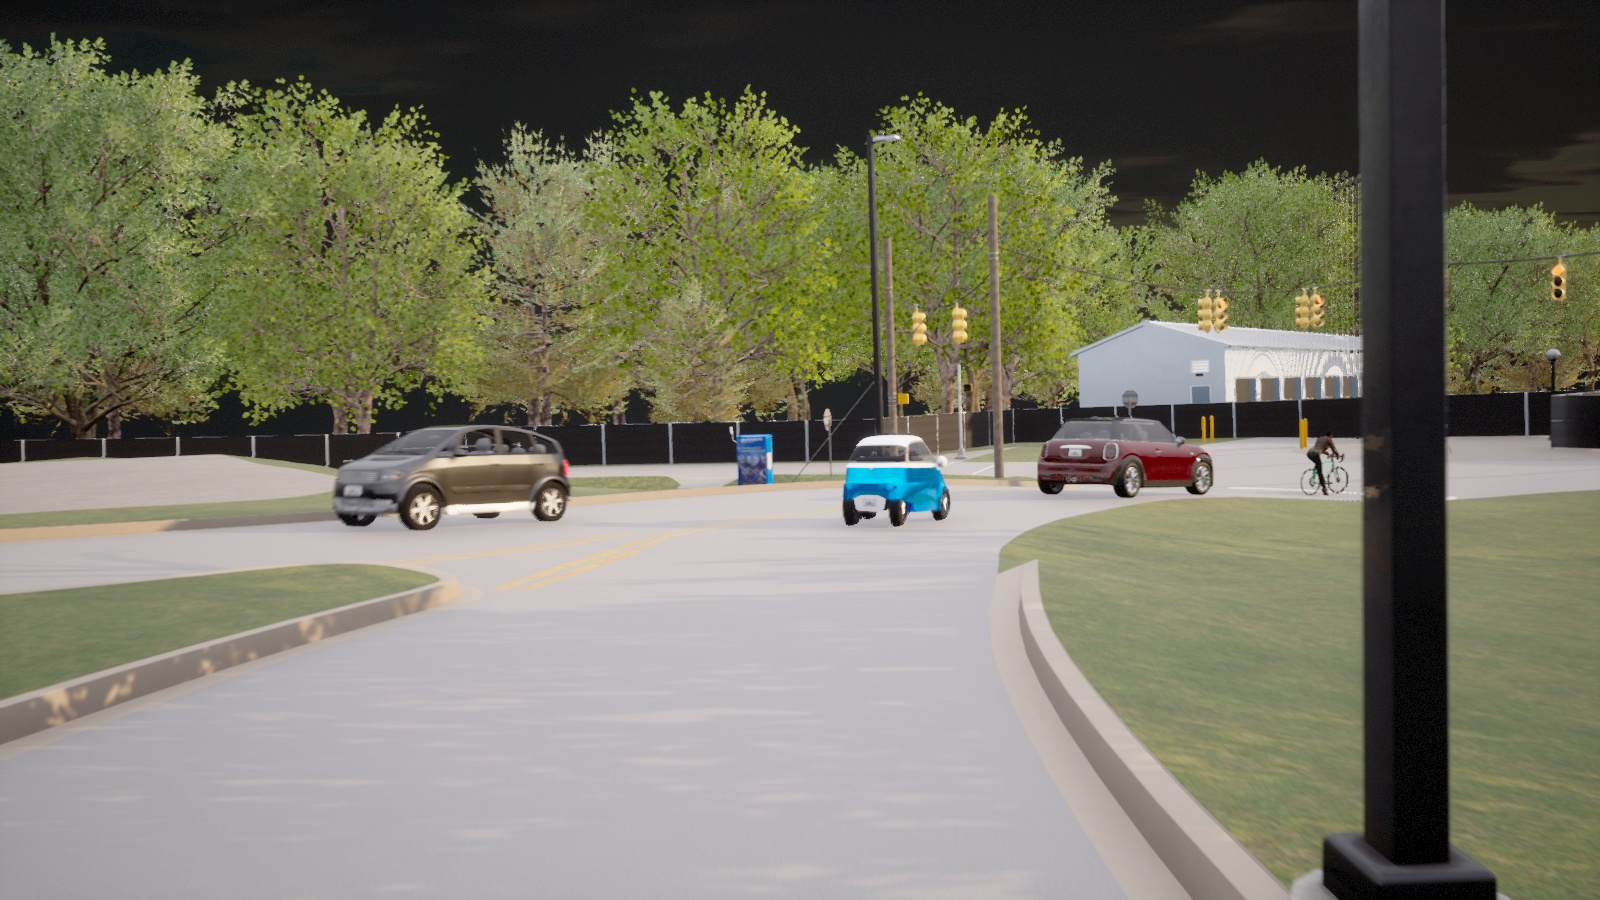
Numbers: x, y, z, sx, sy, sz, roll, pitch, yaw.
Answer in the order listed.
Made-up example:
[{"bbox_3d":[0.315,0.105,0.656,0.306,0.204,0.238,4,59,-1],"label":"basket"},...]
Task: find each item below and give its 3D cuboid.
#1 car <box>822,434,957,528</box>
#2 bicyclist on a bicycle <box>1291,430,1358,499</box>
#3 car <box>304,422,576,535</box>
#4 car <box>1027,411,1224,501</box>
[{"bbox_3d":[1.435,0.447,19.566,1.481,1.376,2.207,0,0,22],"label":"car"},{"bbox_3d":[13.118,0.344,31.396,1.656,1.620,0.582,-3,4,-26],"label":"bicyclist on a bicycle"},{"bbox_3d":[-5.395,0.383,19.190,1.789,1.549,3.705,0,0,34],"label":"car"},{"bbox_3d":[7.112,0.108,27.177,2.097,1.767,4.553,1,1,45],"label":"car"}]
